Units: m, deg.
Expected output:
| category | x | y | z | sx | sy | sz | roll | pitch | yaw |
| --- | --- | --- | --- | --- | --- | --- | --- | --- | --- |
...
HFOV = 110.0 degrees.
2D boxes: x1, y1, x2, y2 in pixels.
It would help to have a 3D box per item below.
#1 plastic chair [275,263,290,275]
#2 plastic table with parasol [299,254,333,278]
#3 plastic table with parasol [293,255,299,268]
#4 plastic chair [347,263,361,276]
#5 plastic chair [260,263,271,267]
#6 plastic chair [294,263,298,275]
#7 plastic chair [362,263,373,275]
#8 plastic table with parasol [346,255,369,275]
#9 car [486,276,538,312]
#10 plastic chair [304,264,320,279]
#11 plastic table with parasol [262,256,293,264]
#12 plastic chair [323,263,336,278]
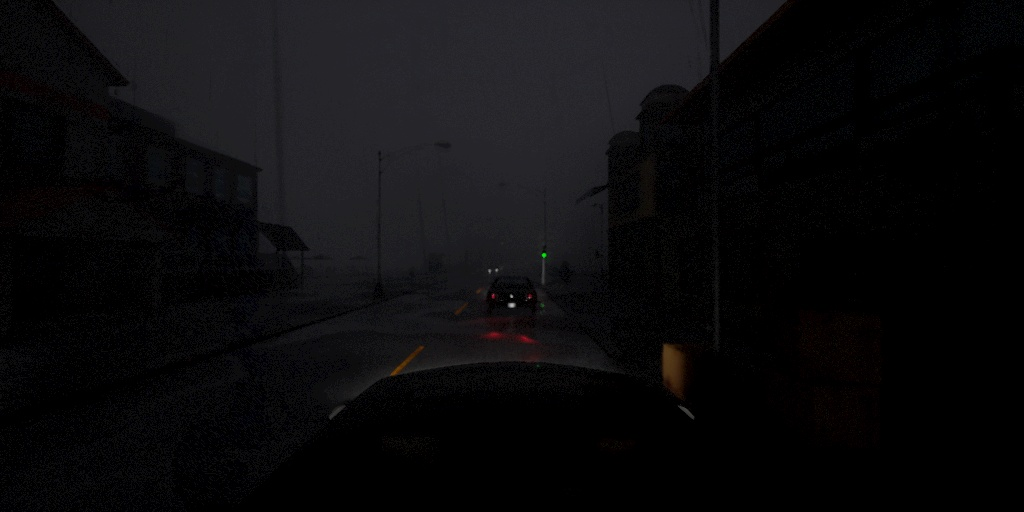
| category | x | y | z | sx | sy | sz | roll | pitch | yaw |
| --- | --- | --- | --- | --- | --- | --- | --- | --- | --- |
| plastic chair | -25.723 | 1.705 | 40.236 | 0.730 | 1.272 | 0.750 | 0 | 0 | 0 |
| plastic table with parasol | -19.942 | 1.068 | 37.259 | 2.482 | 2.480 | 2.482 | 0 | 0 | 0 |
| plastic table with parasol | -27.826 | 1.170 | 46.485 | 2.482 | 2.480 | 2.482 | 0 | 0 | 0 |
| plastic chair | -19.225 | 1.744 | 43.739 | 0.750 | 1.272 | 0.730 | 0 | 0 | 0 |
| plastic chair | -27.022 | 1.692 | 39.035 | 0.750 | 1.272 | 0.730 | 0 | 0 | 0 |
| plastic chair | -27.925 | 1.760 | 45.235 | 0.750 | 1.272 | 0.730 | 0 | 0 | 0 |
| plastic chair | -17.925 | 1.757 | 44.939 | 0.730 | 1.272 | 0.750 | 0 | 0 | 0 |
| plastic table with parasol | -19.195 | 1.155 | 45.078 | 2.482 | 2.480 | 2.482 | 0 | 0 | 0 |
| car | 0.005 | 1.499 | 15.075 | 1.895 | 1.301 | 4.718 | 0 | -1 | 0 |
| plastic chair | -20.021 | 1.658 | 35.939 | 0.750 | 1.272 | 0.730 | 0 | 0 | 0 |
| plastic table with parasol | -26.923 | 1.101 | 40.285 | 2.482 | 2.480 | 2.482 | 0 | 0 | 0 |
| plastic chair | -18.722 | 1.671 | 37.139 | 0.730 | 1.272 | 0.750 | 0 | 0 | 0 |
